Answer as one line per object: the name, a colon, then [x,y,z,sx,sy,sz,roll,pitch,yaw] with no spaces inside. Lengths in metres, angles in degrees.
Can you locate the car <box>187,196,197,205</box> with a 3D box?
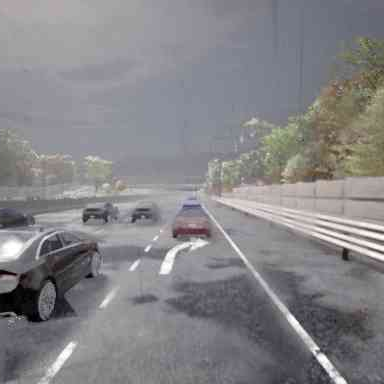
car: [0.017,1.541,62.816,1.837,1.490,4.892,0,0,0]

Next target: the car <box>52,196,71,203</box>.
car: [-27.980,1.538,71.275,2.128,1.511,4.902,0,0,0]

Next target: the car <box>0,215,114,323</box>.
car: [-3.397,1.486,7.146,2.128,1.511,4.902,0,0,0]

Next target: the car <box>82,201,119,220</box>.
car: [-6.892,1.491,25.451,1.837,1.490,4.892,0,0,0]

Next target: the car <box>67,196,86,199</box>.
car: [-20.983,1.509,61.954,1.882,1.535,5.008,0,0,0]

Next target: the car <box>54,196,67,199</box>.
car: [-24.483,1.509,61.955,1.882,1.535,5.008,0,0,0]

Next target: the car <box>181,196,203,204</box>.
car: [0.010,1.468,32.161,1.882,1.535,5.008,0,0,0]

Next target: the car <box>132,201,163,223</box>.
car: [-3.391,1.491,25.449,1.837,1.490,4.892,0,0,0]

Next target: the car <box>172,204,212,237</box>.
car: [0.005,1.552,17.841,1.994,1.385,4.181,0,0,0]

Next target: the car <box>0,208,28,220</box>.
car: [-10.393,1.534,17.787,2.033,1.411,5.357,0,0,0]

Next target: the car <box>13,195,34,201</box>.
car: [-31.482,1.383,62.232,2.097,1.767,4.553,0,0,0]
